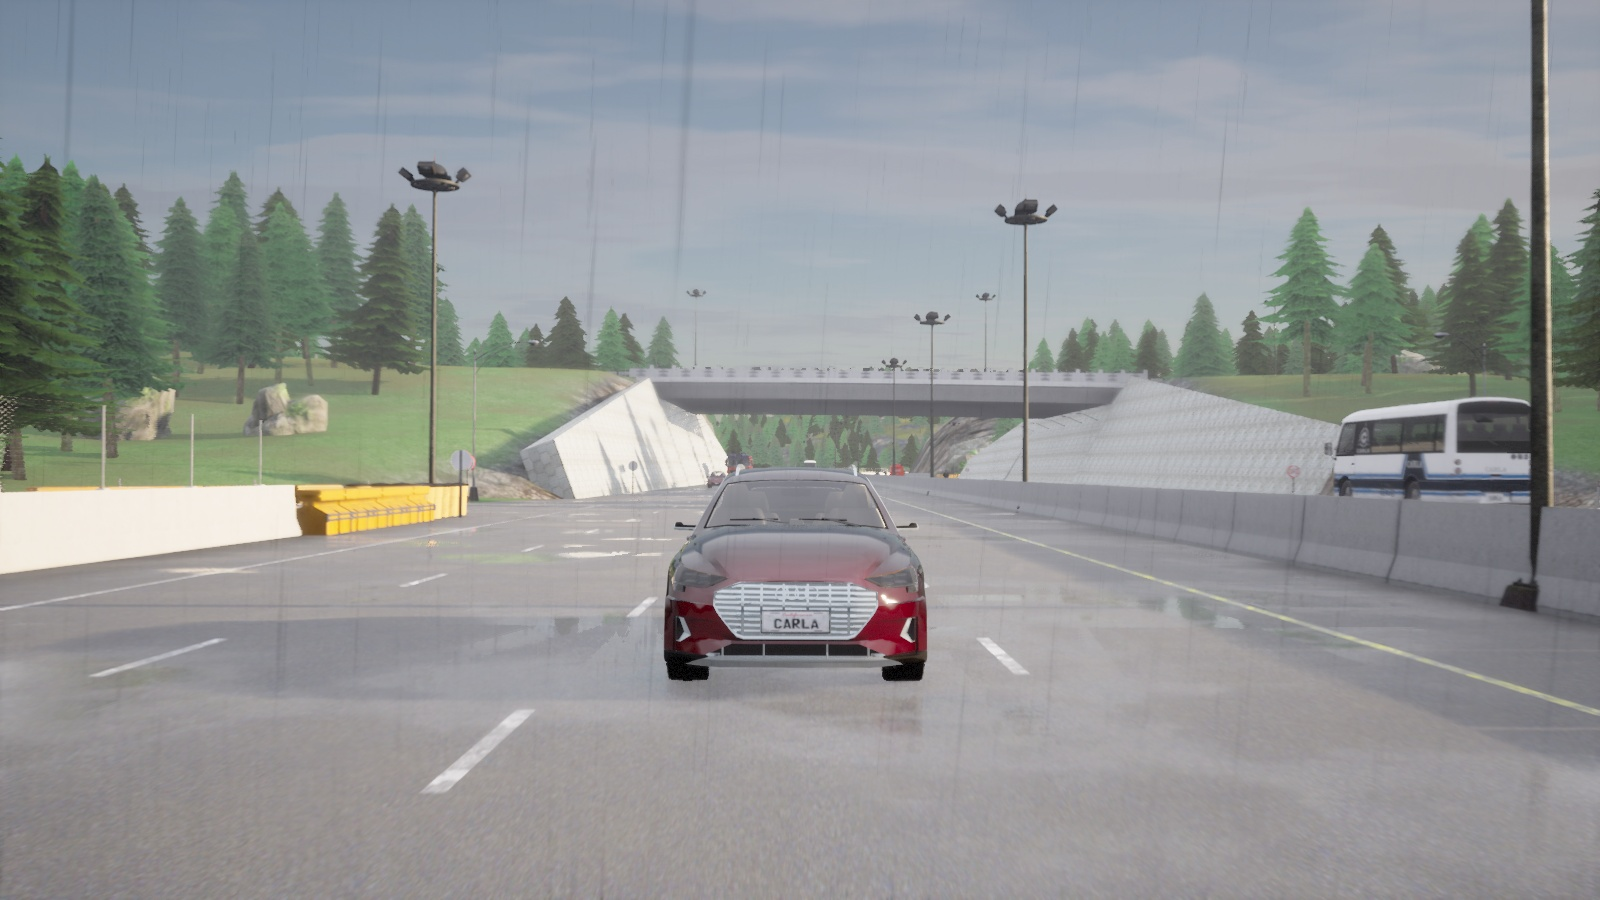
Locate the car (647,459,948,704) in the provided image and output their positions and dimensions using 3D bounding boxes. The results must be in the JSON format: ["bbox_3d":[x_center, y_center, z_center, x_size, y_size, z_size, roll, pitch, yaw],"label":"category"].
[{"bbox_3d":[-0.027,0.928,10.931,2.033,1.649,4.856,0,-1,0],"label":"car"}]

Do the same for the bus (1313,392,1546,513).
[{"bbox_3d":[24.374,0.170,49.575,3.944,4.253,10.273,0,-1,0],"label":"bus"}]
